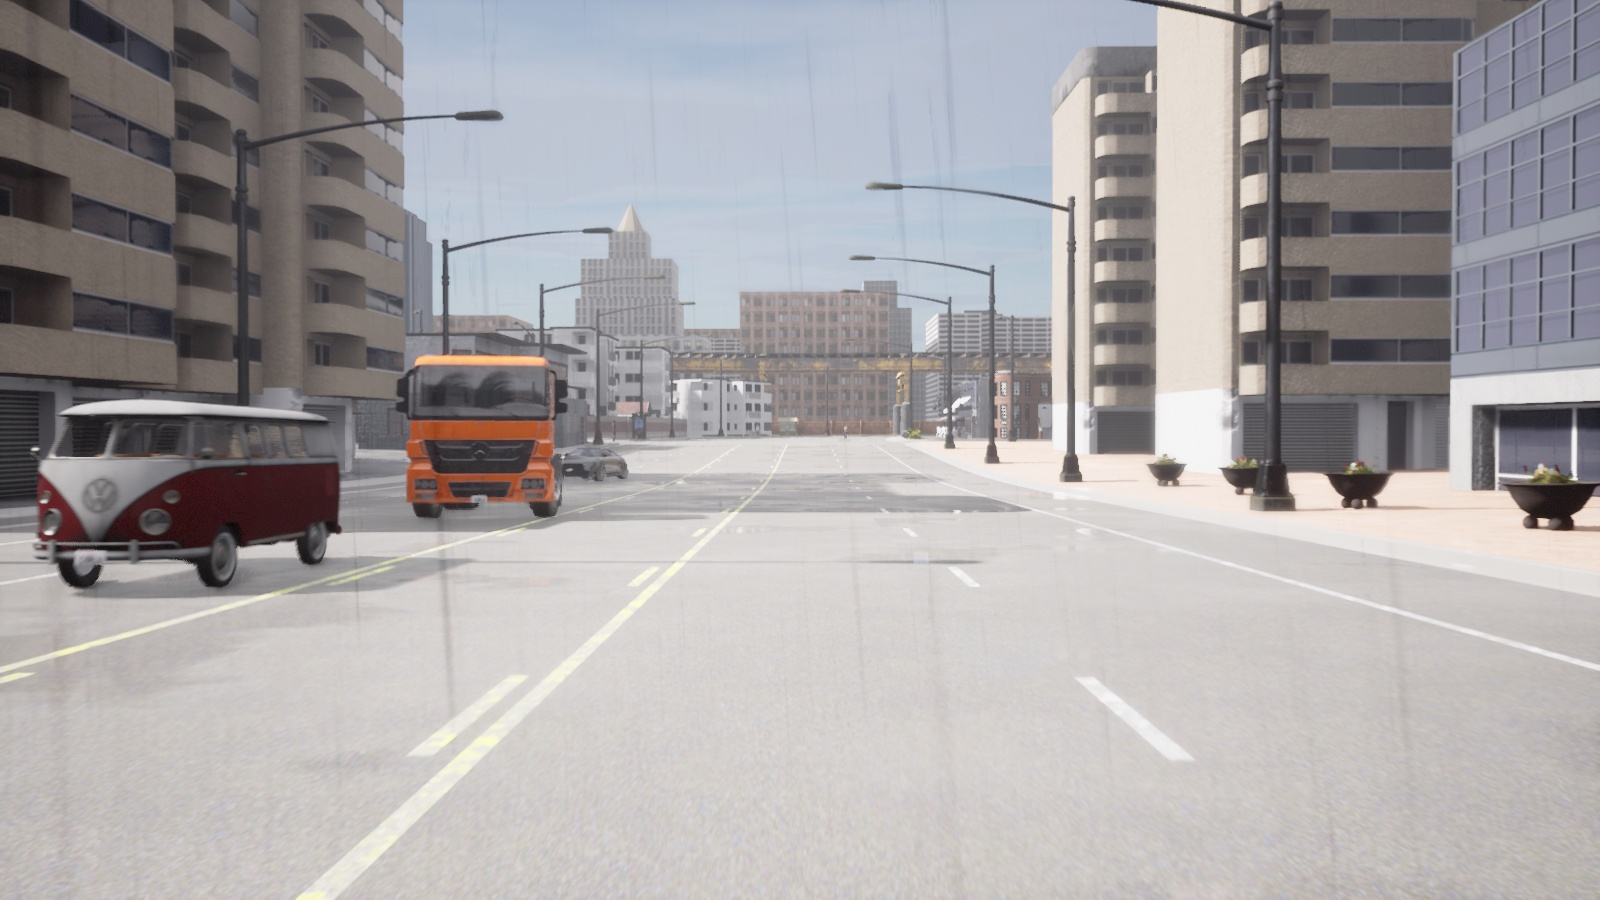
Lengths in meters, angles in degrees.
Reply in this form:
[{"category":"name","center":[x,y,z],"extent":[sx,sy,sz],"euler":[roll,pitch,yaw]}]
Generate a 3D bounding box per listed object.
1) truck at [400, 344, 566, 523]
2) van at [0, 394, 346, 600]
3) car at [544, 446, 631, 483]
[{"category":"truck","center":[-6.899,-0.328,28.419],"extent":[2.891,3.462,7.936],"euler":[0,0,-9]},{"category":"van","center":[-6.901,0.449,14.391],"extent":[1.775,1.987,4.442],"euler":[0,0,0]},{"category":"car","center":[-8.698,0.556,51.738],"extent":[1.994,1.385,4.181],"euler":[0,1,14]}]
